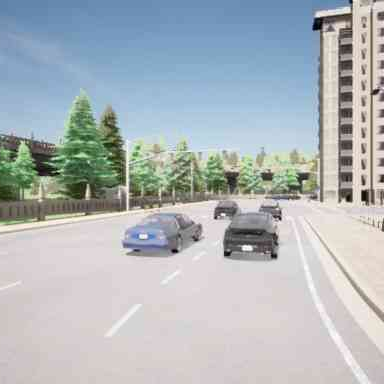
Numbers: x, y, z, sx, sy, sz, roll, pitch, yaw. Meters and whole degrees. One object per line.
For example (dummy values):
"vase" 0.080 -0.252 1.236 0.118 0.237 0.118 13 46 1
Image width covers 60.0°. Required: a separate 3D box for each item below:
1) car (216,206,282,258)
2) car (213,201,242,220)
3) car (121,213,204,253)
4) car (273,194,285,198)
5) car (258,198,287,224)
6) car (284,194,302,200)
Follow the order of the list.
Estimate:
"car" 2.396 1.514 12.807 1.837 1.490 4.892 0 0 16
"car" 3.076 1.515 28.195 1.837 1.490 4.892 0 0 16
"car" -0.974 1.561 13.752 2.033 1.411 5.357 0 0 16
"car" 24.767 1.509 90.507 4.674 1.442 1.812 0 0 -45
"car" 6.446 1.493 27.250 2.128 1.511 4.902 0 0 16
"car" 27.177 1.466 87.963 4.892 1.490 1.837 0 0 -45
